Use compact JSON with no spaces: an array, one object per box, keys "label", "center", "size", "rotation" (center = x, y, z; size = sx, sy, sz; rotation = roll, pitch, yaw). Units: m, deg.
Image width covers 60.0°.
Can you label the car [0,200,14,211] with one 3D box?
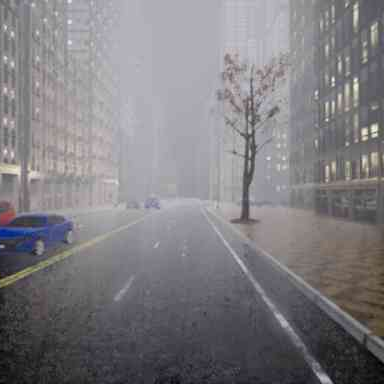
[{"label":"car","center":[-9.850,1.391,14.512],"size":[2.150,2.045,5.566],"rotation":[0,-1,0]}]

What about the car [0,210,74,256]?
[{"label":"car","center":[-6.599,1.641,14.015],"size":[1.882,1.535,5.008],"rotation":[0,-1,0]}]

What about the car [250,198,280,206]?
[{"label":"car","center":[15.994,2.305,72.748],"size":[5.009,1.841,2.192],"rotation":[0,0,3]}]

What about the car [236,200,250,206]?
[{"label":"car","center":[12.593,2.464,75.608],"size":[5.008,1.535,1.882],"rotation":[0,0,3]}]

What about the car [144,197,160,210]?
[{"label":"car","center":[-6.548,1.886,55.587],"size":[2.150,2.045,5.566],"rotation":[0,0,1]}]

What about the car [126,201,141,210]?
[{"label":"car","center":[-9.799,2.203,55.956],"size":[1.812,1.442,4.674],"rotation":[0,-1,1]}]

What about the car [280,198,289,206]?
[{"label":"car","center":[21.549,2.312,72.551],"size":[5.009,1.841,2.192],"rotation":[0,0,3]}]
